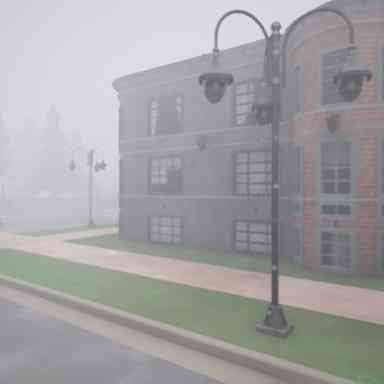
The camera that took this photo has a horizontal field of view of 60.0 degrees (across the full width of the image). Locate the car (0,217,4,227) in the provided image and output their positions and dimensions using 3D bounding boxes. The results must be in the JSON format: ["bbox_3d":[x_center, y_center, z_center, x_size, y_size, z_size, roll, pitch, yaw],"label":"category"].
[{"bbox_3d":[-12.091,1.575,16.654,1.895,1.301,4.718,0,0,23],"label":"car"}]
